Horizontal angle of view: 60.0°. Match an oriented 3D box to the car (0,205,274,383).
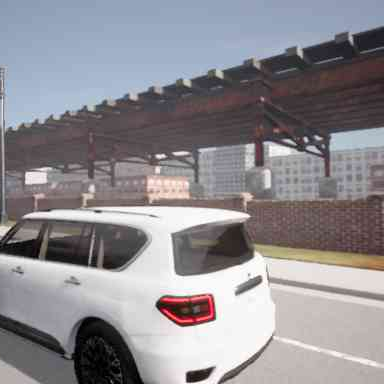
[{"bbox_3d":[-1.564,1.230,5.106,5.566,2.045,2.150,0,0,36],"label":"car"}]
